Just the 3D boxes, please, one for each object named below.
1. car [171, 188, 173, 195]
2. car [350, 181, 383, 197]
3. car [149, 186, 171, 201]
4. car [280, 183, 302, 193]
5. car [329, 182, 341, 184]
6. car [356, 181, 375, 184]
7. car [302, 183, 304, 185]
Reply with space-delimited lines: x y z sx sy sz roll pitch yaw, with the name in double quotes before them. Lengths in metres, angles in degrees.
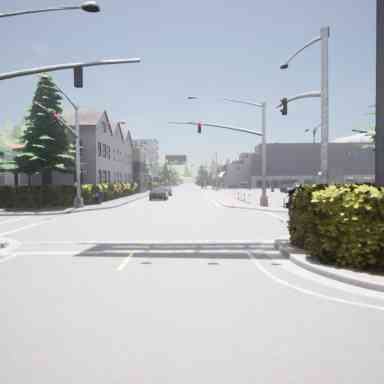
"car" -3.840 -0.189 48.449 2.128 1.511 4.902 -1 2 0
"car" 22.169 -0.463 42.135 1.932 1.855 4.605 -1 2 -1
"car" -3.801 0.144 38.318 1.882 1.535 5.008 -1 2 0
"car" 15.156 -0.526 52.098 2.007 1.523 4.514 -1 2 -1
"car" 25.178 -1.036 59.532 2.152 1.636 5.027 -1 2 -1
"car" 18.940 -0.178 34.248 1.905 1.878 3.866 -1 2 -1
"car" 18.765 -0.874 59.166 1.970 1.475 3.806 -1 2 -1
